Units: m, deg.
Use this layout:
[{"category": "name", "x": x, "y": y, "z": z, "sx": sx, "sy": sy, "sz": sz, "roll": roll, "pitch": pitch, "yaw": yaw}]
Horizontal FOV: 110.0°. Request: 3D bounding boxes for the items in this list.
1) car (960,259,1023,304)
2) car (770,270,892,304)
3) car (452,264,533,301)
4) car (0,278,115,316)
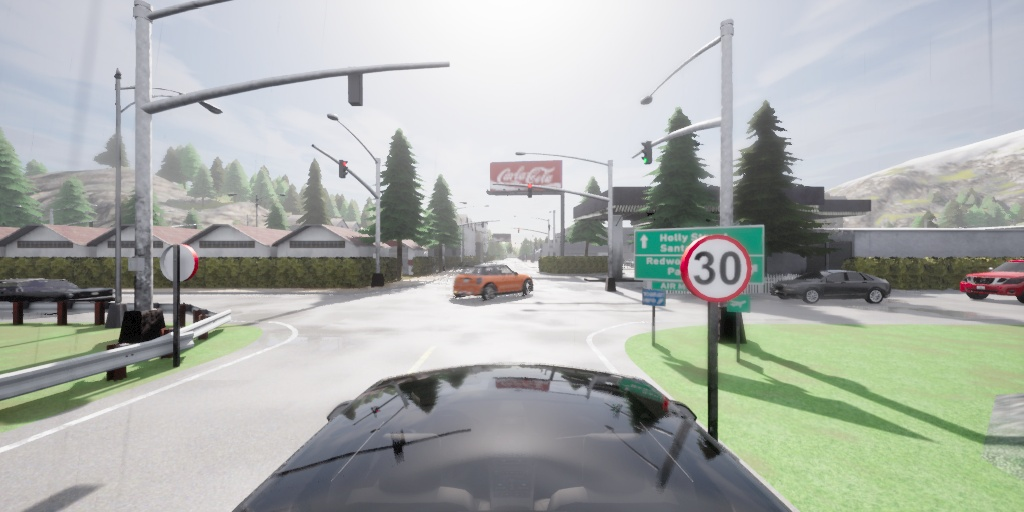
[{"category": "car", "x": 25.177, "y": 1.163, "z": 17.127, "sx": 5.566, "sy": 2.045, "sz": 2.150, "roll": 0, "pitch": 0, "yaw": 0}, {"category": "car", "x": 15.207, "y": 1.446, "z": 17.262, "sx": 4.892, "sy": 1.490, "sz": 1.837, "roll": 0, "pitch": 0, "yaw": 1}, {"category": "car", "x": -0.852, "y": 1.191, "z": 18.275, "sx": 2.097, "sy": 1.767, "sz": 4.553, "roll": -1, "pitch": 0, "yaw": 37}, {"category": "car", "x": -18.455, "y": 1.543, "z": 14.015, "sx": 4.718, "sy": 1.301, "sz": 1.895, "roll": 0, "pitch": 0, "yaw": 1}]
